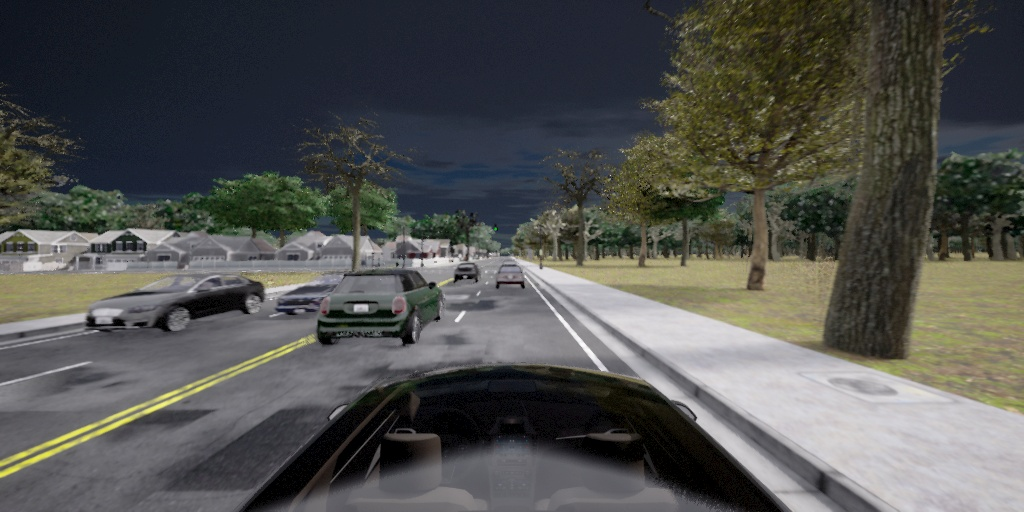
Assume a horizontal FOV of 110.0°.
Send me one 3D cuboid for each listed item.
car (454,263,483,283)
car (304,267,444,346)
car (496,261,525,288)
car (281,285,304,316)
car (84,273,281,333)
[{"bbox_3d":[-3.402,1.262,28.183,1.837,1.490,4.892,0,0,-1],"label":"car"},{"bbox_3d":[-3.213,1.120,9.704,2.097,1.767,4.553,0,0,-1],"label":"car"},{"bbox_3d":[-0.109,1.285,23.549,2.033,1.411,5.357,0,0,0],"label":"car"},{"bbox_3d":[-6.705,1.337,13.931,2.033,1.411,5.357,0,0,-1],"label":"car"},{"bbox_3d":[-9.927,1.306,11.154,2.128,1.511,4.902,0,0,-1],"label":"car"}]
